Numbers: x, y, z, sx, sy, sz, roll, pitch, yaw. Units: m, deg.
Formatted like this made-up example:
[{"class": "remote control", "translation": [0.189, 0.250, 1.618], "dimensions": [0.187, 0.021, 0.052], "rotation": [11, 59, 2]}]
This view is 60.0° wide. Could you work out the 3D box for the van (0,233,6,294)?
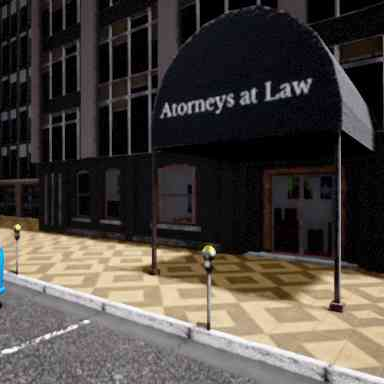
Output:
[{"class": "van", "translation": [-5.468, 1.333, 6.796], "dimensions": [3.998, 1.788, 1.690], "rotation": [0, 0, 36]}]
